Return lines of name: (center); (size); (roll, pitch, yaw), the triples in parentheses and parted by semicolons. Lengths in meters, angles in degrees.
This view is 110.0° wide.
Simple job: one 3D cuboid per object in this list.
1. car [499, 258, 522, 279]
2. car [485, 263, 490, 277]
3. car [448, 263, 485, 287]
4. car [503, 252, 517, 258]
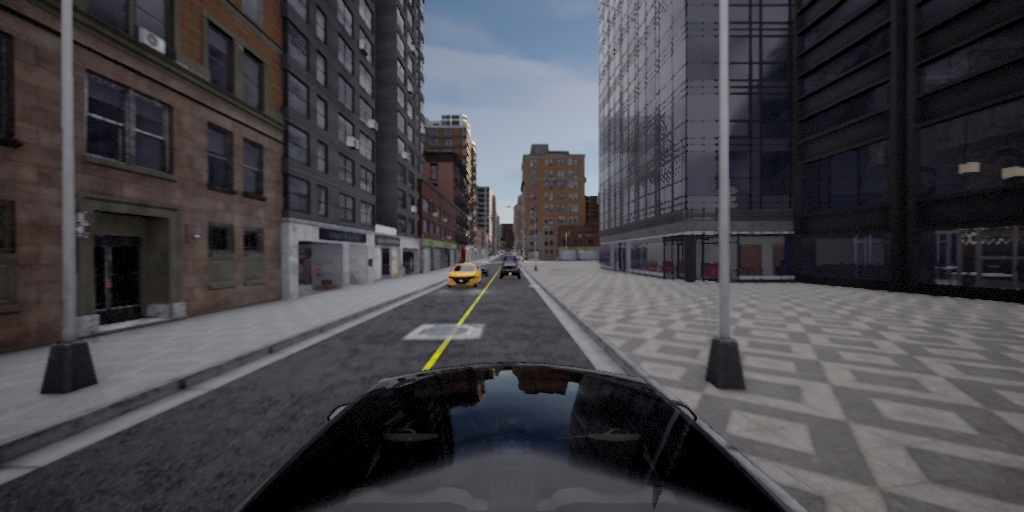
car: (-0.134, 1.247, 32.780); (1.837, 1.490, 4.892); (0, 0, 1)
car: (-3.202, 1.346, 35.593); (1.895, 1.301, 4.718); (0, 0, 0)
car: (-3.132, 1.257, 24.443); (1.882, 1.535, 5.008); (0, 0, 0)
car: (-0.224, 0.893, 47.238); (2.150, 2.045, 5.566); (0, 1, 0)
